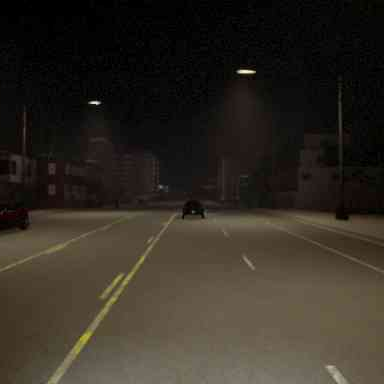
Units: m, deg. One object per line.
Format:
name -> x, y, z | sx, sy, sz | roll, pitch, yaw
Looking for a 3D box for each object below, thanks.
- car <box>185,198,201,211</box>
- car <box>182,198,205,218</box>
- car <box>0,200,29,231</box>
car -> 0.103, 1.565, 42.677 | 1.882, 1.535, 5.008 | 0, -1, 0
car -> 0.103, 1.420, 28.711 | 1.812, 1.442, 4.674 | 0, 0, 0
car -> -10.547, 1.276, 17.496 | 2.097, 1.767, 4.553 | 0, 0, 0
